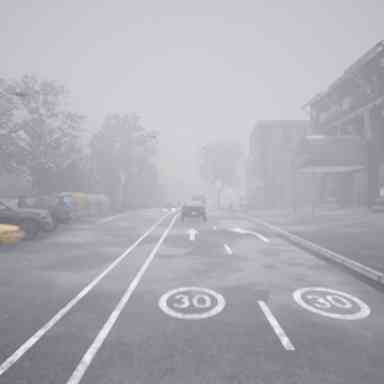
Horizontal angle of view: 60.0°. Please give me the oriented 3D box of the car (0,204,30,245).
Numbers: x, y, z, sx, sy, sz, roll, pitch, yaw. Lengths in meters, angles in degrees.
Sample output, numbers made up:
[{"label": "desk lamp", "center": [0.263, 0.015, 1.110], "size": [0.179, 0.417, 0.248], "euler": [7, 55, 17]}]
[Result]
[{"label": "car", "center": [-9.283, 1.452, 12.489], "size": [5.366, 1.575, 1.946], "euler": [-1, 0, -20]}]

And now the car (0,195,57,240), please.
[{"label": "car", "center": [-9.425, 1.197, 15.386], "size": [5.566, 2.045, 2.435], "euler": [-1, 0, -20]}]

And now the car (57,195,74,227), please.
[{"label": "car", "center": [-9.471, 1.189, 18.314], "size": [5.566, 2.045, 2.435], "euler": [-1, 0, -20]}]

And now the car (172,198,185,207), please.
[{"label": "car", "center": [-2.696, 2.039, 66.762], "size": [2.097, 1.767, 4.553], "euler": [0, -1, 3]}]

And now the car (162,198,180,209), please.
[{"label": "car", "center": [-3.355, 1.880, 50.761], "size": [1.994, 1.385, 4.181], "euler": [0, -1, 2]}]

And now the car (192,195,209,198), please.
[{"label": "car", "center": [0.928, 1.435, 46.345], "size": [2.150, 2.045, 5.566], "euler": [0, -1, 2]}]

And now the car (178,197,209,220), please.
[{"label": "car", "center": [0.170, 1.410, 27.098], "size": [1.882, 1.535, 5.008], "euler": [0, 0, 1]}]
